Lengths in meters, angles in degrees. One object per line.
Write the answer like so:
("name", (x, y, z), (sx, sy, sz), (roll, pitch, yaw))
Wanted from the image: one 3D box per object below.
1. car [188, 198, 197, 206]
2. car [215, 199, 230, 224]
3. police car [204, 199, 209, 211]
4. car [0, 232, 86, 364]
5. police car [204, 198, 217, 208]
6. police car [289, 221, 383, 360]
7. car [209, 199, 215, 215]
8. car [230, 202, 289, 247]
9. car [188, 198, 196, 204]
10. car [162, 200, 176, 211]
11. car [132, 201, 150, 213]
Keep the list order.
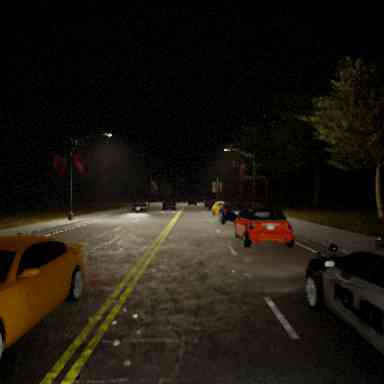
("car", (0.041, 2.083, 68.535), (2.033, 1.411, 5.357), (0, -1, 0))
("car", (3.266, 1.598, 26.900), (2.097, 1.767, 4.553), (0, -1, 0))
("police car", (3.279, 1.882, 49.042), (1.930, 1.638, 5.238), (0, -1, 0))
("car", (-3.347, 1.529, 5.628), (1.882, 1.535, 5.008), (0, -1, 0))
("police car", (3.286, 1.988, 60.043), (1.930, 1.638, 5.238), (0, -1, 0))
("police car", (3.253, 1.471, 5.037), (1.930, 1.638, 5.238), (0, -1, 0))
("car", (3.273, 1.808, 38.120), (1.801, 1.575, 5.366), (0, -1, 0))
("car", (3.260, 1.497, 15.899), (2.097, 1.767, 4.553), (0, -1, 0))
("car", (0.051, 2.329, 86.921), (1.895, 1.301, 4.718), (0, -1, 0))
("car", (-3.303, 1.927, 48.254), (1.882, 1.535, 5.008), (0, -1, 0))
("car", (-6.563, 1.892, 43.101), (2.128, 1.511, 4.902), (0, -1, 0))
